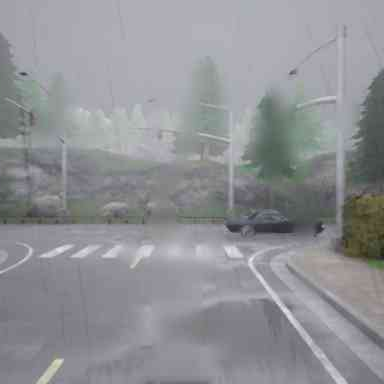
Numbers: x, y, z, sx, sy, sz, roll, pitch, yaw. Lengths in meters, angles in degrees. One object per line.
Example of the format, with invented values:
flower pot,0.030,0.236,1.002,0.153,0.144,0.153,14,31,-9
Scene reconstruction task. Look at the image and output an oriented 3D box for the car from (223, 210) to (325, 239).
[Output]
car,3.938,1.537,16.370,4.718,1.301,1.895,0,0,0
